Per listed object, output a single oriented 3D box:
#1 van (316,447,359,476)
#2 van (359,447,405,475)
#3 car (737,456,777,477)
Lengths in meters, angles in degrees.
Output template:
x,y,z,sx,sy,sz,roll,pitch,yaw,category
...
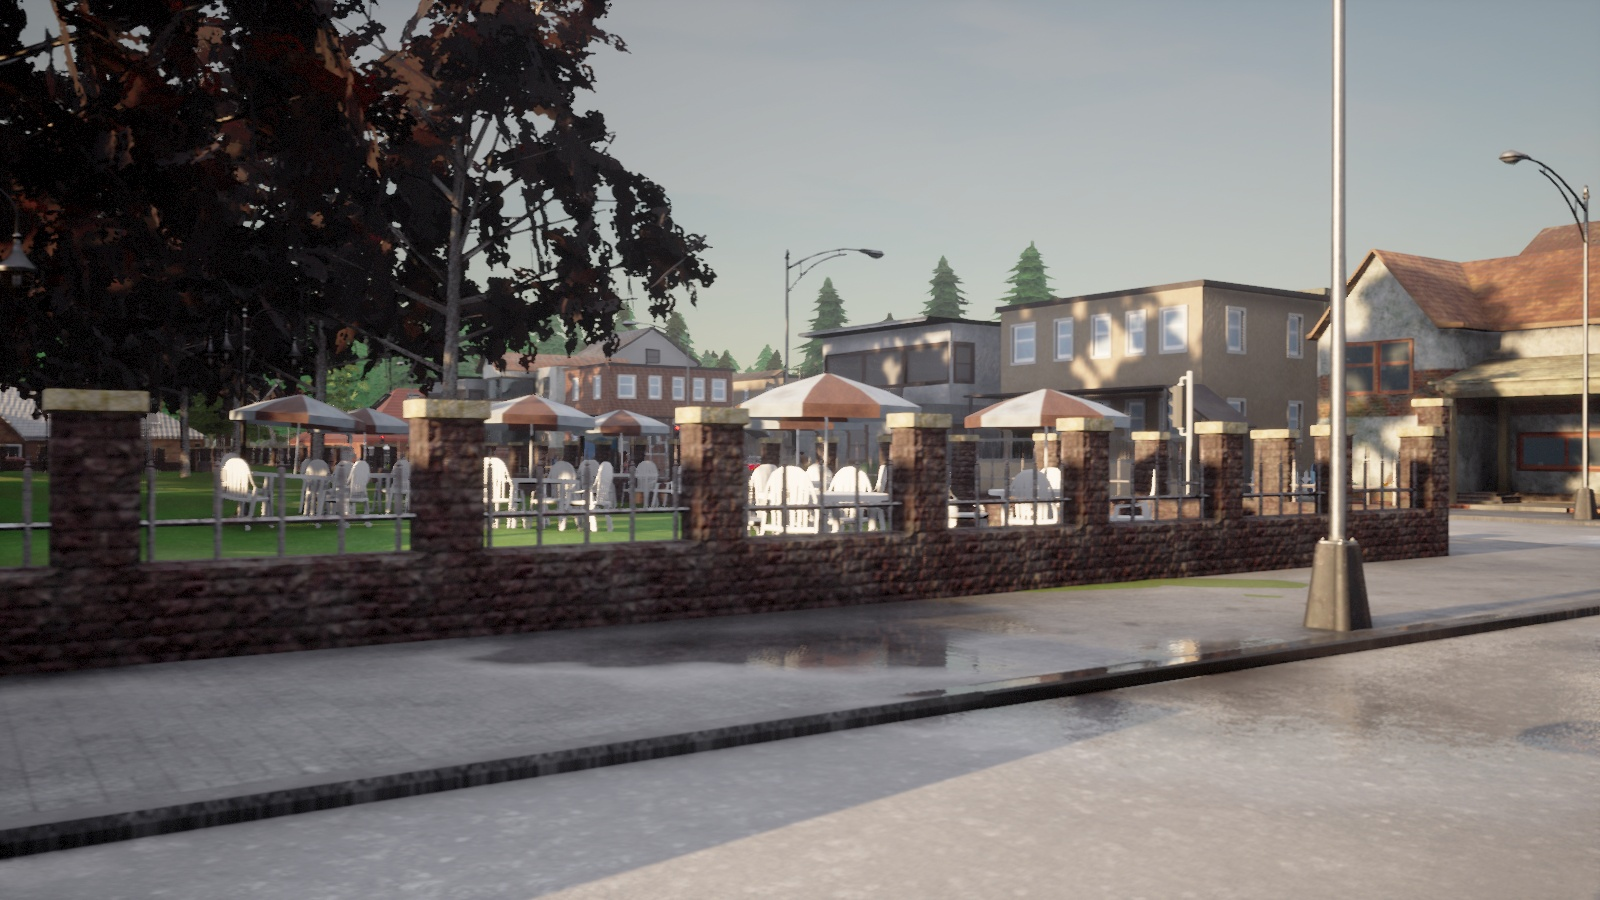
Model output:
x,y,z,sx,sy,sz,roll,pitch,yaw,category
-32.531,0.824,88.294,1.775,1.987,4.442,0,0,-35,van
-31.004,0.809,93.119,2.069,2.038,4.480,0,0,-35,van
-2.821,1.084,82.266,2.207,1.376,1.481,0,0,-35,car
